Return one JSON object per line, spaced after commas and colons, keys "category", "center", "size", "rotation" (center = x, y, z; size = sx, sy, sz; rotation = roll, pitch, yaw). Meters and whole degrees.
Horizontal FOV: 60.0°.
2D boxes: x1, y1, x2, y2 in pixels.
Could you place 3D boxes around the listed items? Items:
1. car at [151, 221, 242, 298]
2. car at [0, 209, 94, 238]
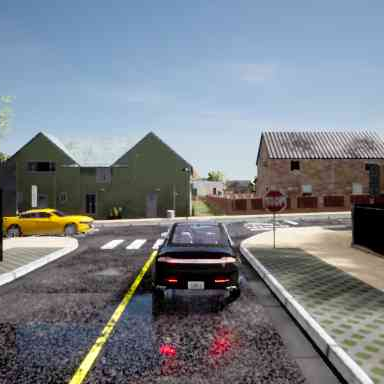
{"category": "car", "center": [0.159, 1.493, 8.513], "size": [2.128, 1.511, 4.902], "rotation": [0, 0, 2]}
{"category": "car", "center": [-8.180, 1.721, 18.908], "size": [5.008, 1.535, 1.882], "rotation": [-2, 0, 0]}
